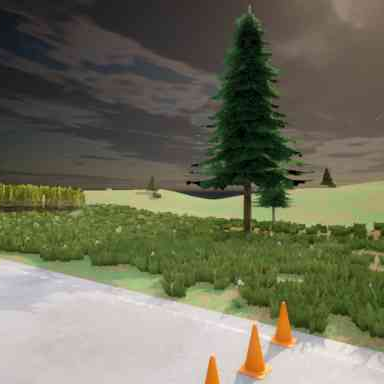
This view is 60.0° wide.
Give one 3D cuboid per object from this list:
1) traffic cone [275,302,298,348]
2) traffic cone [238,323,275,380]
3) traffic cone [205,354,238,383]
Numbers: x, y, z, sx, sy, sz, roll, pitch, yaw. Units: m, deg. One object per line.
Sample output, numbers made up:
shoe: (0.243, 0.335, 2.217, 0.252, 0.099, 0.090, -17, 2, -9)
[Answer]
traffic cone: (1.378, 1.955, 5.007, 0.340, 0.580, 0.340, 0, 0, 36)
traffic cone: (0.793, 1.955, 4.196, 0.340, 0.580, 0.340, 0, 0, 36)
traffic cone: (0.209, 1.955, 3.385, 0.340, 0.580, 0.340, 0, 0, 36)
